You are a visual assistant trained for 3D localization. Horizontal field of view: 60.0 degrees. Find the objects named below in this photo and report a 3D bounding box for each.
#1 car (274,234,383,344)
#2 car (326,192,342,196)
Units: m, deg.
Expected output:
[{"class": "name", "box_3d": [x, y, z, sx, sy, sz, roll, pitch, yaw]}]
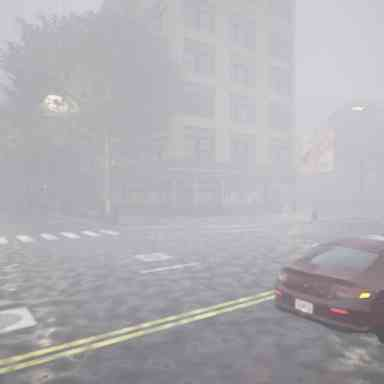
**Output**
[{"class": "car", "box_3d": [3.520, 1.525, 6.237, 4.674, 1.442, 1.812, 0, 0, -36]}, {"class": "car", "box_3d": [35.504, 1.306, 85.733, 2.002, 1.452, 4.674, 0, 0, -36]}]
